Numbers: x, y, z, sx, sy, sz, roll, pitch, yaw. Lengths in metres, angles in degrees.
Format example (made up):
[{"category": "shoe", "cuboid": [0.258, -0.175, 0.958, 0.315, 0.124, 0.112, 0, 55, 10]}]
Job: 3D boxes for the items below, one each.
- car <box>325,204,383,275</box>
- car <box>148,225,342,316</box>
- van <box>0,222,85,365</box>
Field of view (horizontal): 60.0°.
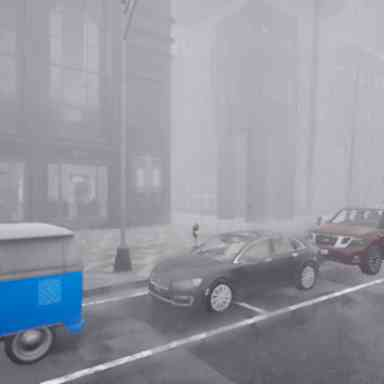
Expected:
[{"category": "car", "cuboid": [5.724, 1.347, 10.728, 5.009, 1.841, 2.192, 0, 0, -35]}, {"category": "car", "cuboid": [1.149, 1.566, 7.466, 4.403, 1.369, 2.008, 0, 0, -35]}, {"category": "van", "cuboid": [-3.425, 1.340, 4.205, 3.998, 1.788, 1.690, 0, 0, -35]}]
